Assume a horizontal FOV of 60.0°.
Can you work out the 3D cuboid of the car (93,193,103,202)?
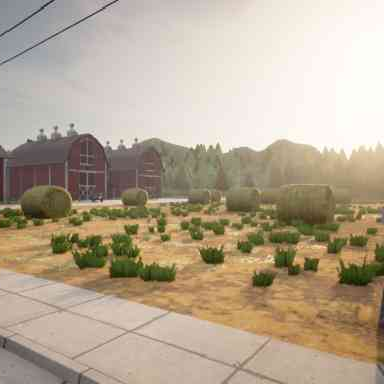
[{"bbox_3d":[-19.651,1.118,69.803,1.905,1.878,3.866,6,1,-10],"label":"car"}]
